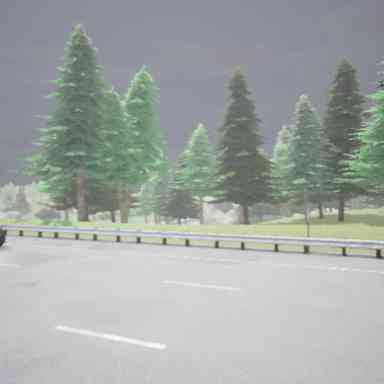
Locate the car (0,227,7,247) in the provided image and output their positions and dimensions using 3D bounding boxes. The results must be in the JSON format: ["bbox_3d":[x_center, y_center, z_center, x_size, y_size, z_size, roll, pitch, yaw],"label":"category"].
[{"bbox_3d":[-10.249,1.773,14.552,4.181,1.385,1.994,0,-1,22],"label":"car"}]
